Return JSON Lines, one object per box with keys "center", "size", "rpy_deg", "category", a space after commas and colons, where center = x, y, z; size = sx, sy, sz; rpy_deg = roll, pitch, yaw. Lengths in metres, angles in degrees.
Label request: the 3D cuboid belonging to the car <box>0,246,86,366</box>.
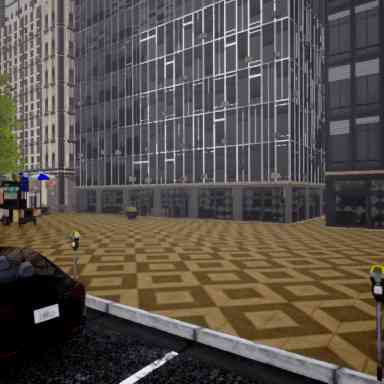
{"center": [-3.519, 1.566, 5.398], "size": [4.313, 1.339, 1.947], "rpy_deg": [0, 0, 36], "category": "car"}
